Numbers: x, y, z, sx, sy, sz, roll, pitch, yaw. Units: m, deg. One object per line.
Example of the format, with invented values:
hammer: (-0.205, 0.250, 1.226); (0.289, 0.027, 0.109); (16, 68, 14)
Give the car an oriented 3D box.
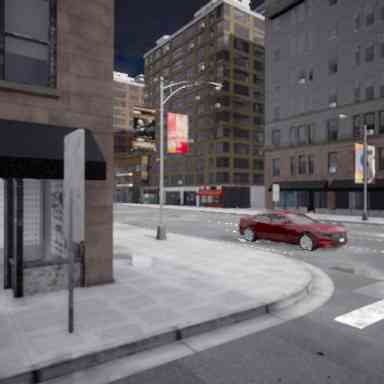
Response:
car: (4.214, 1.553, 14.608); (1.882, 1.535, 5.008); (0, 0, -36)
